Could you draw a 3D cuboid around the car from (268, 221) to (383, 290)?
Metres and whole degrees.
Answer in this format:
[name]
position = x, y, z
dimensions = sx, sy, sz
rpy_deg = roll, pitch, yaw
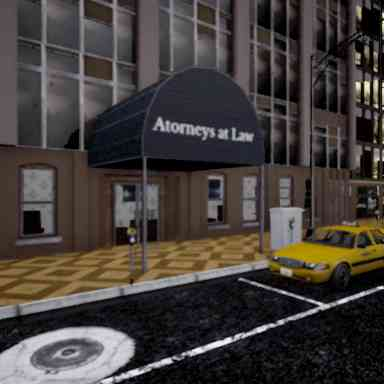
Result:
[car]
position = 4.125, 1.499, 8.980
dimensions = 4.829, 1.417, 1.752
rpy_deg = 0, 0, -35
